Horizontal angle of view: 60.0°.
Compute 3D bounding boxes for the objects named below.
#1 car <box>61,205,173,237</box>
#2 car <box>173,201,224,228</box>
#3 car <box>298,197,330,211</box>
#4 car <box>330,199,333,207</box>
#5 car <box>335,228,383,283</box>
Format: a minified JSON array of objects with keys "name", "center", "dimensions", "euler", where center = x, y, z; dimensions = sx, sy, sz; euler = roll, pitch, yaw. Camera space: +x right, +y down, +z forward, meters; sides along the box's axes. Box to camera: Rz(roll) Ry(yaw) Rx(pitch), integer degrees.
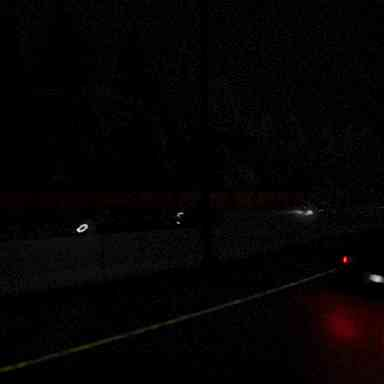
[{"name":"car","center":[-3.417,1.428,14.925],"dimensions":[4.553,1.767,2.097],"euler":[0,0,-41]},{"name":"car","center":[0.098,1.442,22.848],"dimensions":[4.553,1.767,2.097],"euler":[0,0,-43]},{"name":"car","center":[15.115,1.664,41.784],"dimensions":[4.181,1.385,1.994],"euler":[0,0,-43]},{"name":"car","center":[19.977,1.619,51.146],"dimensions":[4.892,1.490,1.837],"euler":[0,0,-43]},{"name":"car","center":[5.721,1.612,8.795],"dimensions":[4.718,1.301,1.895],"euler":[0,0,-42]}]
